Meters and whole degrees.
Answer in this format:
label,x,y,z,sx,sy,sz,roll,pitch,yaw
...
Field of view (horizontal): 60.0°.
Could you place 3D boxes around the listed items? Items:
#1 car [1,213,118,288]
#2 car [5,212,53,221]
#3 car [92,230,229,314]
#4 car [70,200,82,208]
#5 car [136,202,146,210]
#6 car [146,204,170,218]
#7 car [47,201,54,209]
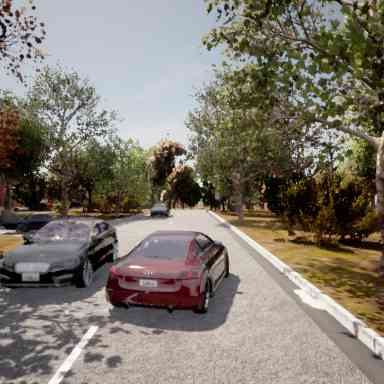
label,x,y,z,sx,sy,sz,roll,pitch,yaw
car,-3.360,1.525,9.373,2.128,1.511,4.902,0,0,0
car,-9.207,1.929,21.365,4.718,1.301,1.895,-1,-2,-11
car,-0.306,1.588,7.817,1.994,1.385,4.181,0,0,13
car,-29.256,3.141,84.165,2.150,2.045,5.566,-1,-2,27
car,-9.563,2.452,58.044,4.902,1.511,2.128,-1,-3,22
car,-3.354,1.979,35.826,2.033,1.411,5.357,0,-1,0
car,-26.772,2.478,63.147,4.553,1.767,2.097,0,-2,7
